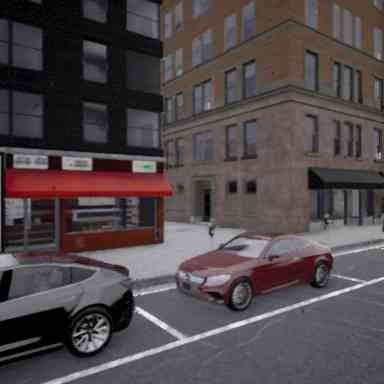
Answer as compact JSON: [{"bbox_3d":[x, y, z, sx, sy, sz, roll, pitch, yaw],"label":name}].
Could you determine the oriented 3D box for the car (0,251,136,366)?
[{"bbox_3d":[-2.874,1.581,4.485,4.313,1.339,1.947,0,0,-35],"label":"car"}]

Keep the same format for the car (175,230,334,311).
[{"bbox_3d":[1.606,1.586,7.679,4.206,1.307,1.802,0,0,-35],"label":"car"}]
